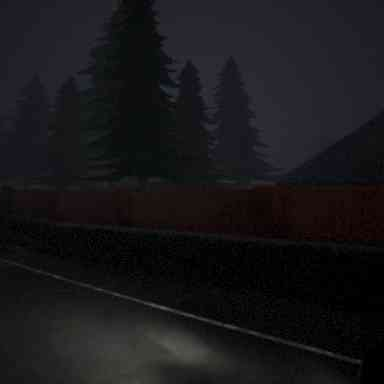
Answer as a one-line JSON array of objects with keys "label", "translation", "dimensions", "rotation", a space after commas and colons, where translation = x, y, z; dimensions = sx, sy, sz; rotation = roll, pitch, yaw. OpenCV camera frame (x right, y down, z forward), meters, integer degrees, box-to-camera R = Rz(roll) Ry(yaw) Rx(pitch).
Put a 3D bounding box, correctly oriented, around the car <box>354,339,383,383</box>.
[{"label": "car", "translation": [3.487, 1.495, 1.588], "dimensions": [4.902, 1.511, 2.128], "rotation": [0, 0, 35]}]
